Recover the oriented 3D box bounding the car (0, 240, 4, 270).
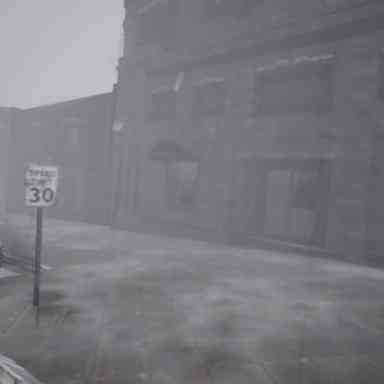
[{"bbox_3d":[-6.901,1.439,9.313,4.674,1.452,2.002,1,-2,40],"label":"car"}]
